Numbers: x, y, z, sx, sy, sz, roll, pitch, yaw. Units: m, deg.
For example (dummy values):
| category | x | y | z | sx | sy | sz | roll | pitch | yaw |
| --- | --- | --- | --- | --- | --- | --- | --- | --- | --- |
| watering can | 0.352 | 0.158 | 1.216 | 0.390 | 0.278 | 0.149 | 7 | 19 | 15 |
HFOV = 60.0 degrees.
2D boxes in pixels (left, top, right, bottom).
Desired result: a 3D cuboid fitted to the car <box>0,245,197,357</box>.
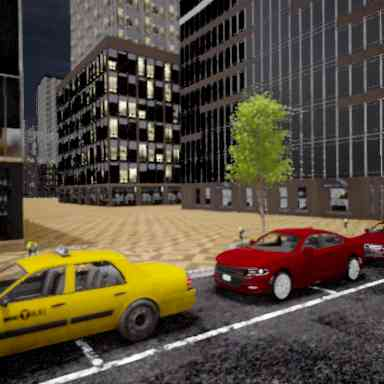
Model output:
| category | x | y | z | sx | sy | sz | roll | pitch | yaw |
| --- | --- | --- | --- | --- | --- | --- | --- | --- | --- |
| car | -2.203 | 1.531 | 4.968 | 4.829 | 1.417 | 1.752 | 0 | -1 | -36 |

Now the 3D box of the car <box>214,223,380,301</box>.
| category | x | y | z | sx | sy | sz | roll | pitch | yaw |
| --- | --- | --- | --- | --- | --- | --- | --- | --- | --- |
| car | 2.572 | 1.590 | 8.380 | 4.507 | 1.381 | 1.887 | 0 | -1 | -36 |

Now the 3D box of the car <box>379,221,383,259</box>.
| category | x | y | z | sx | sy | sz | roll | pitch | yaw |
| --- | --- | --- | --- | --- | --- | --- | --- | --- | --- |
| car | 7.208 | 1.666 | 11.691 | 4.206 | 1.307 | 1.802 | 0 | -1 | -36 |
